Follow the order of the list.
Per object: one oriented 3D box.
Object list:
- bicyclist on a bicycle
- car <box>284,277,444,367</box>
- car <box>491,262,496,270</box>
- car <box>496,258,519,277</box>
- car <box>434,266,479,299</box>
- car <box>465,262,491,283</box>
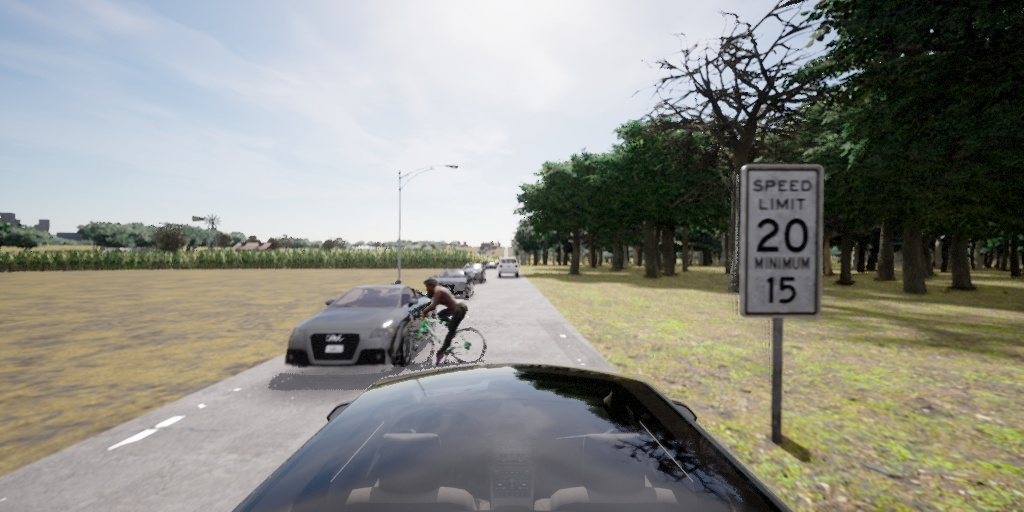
[{"bbox_3d":[-1.318,1.226,6.638,1.656,1.620,0.582,-2,0,-1],"label":"bicyclist on a bicycle"},{"bbox_3d":[-2.917,1.342,7.844,1.994,1.385,4.181,0,0,-1],"label":"car"},{"bbox_3d":[-3.648,1.752,62.497,1.994,1.385,4.181,0,-1,0],"label":"car"},{"bbox_3d":[-0.397,1.194,38.788,2.150,2.045,5.566,0,0,-2],"label":"car"},{"bbox_3d":[-3.060,1.403,18.724,1.994,1.385,4.181,0,0,-1],"label":"car"},{"bbox_3d":[-3.177,1.400,29.643,2.128,1.511,4.902,0,0,0],"label":"car"}]
